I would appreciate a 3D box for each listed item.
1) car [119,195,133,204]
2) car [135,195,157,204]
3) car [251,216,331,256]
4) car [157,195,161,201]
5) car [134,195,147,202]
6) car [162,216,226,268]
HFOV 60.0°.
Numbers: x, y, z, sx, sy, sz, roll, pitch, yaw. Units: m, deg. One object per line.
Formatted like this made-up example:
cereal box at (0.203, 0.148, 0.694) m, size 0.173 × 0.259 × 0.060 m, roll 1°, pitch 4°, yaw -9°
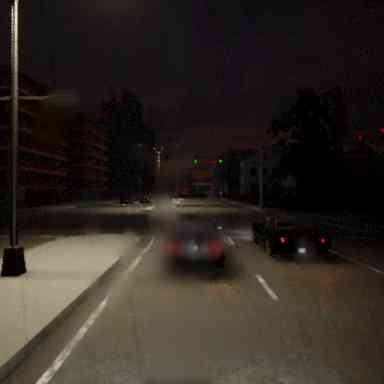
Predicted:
car at (-11.555, 1.393, 58.514) m, size 1.837 × 1.490 × 4.892 m, roll 0°, pitch 0°, yaw 0°
car at (-8.055, 1.387, 58.626) m, size 2.128 × 1.511 × 4.902 m, roll 0°, pitch 0°, yaw 0°
car at (3.571, 1.590, 12.960) m, size 1.895 × 1.301 × 4.718 m, roll 0°, pitch 0°, yaw 0°
car at (-8.007, 1.408, 74.289) m, size 2.033 × 1.411 × 5.357 m, roll 0°, pitch 0°, yaw 0°
car at (-11.507, 1.387, 74.199) m, size 2.128 × 1.511 × 4.902 m, roll 0°, pitch 0°, yaw 0°
car at (0.059, 1.532, 11.187) m, size 2.033 × 1.411 × 5.357 m, roll 0°, pitch 0°, yaw 0°
